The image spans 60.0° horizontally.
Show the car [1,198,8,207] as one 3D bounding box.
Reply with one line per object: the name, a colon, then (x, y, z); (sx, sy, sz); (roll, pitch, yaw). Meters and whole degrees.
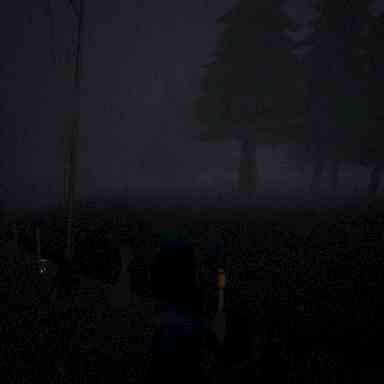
car: (-20.966, 0.905, 34.205); (2.033, 1.411, 5.357); (4, 1, -7)
